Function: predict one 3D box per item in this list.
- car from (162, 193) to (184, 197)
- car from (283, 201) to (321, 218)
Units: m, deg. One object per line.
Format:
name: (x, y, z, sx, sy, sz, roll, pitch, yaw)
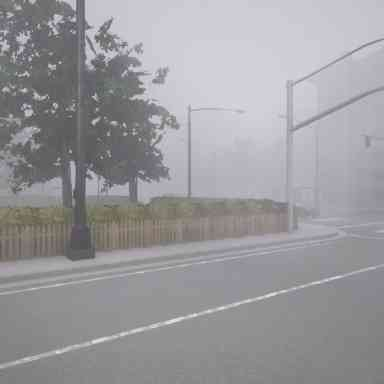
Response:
car: (-2.338, 1.221, 47.233, 2.150, 2.045, 5.566, 0, 0, -35)
car: (9.368, 1.526, 30.313, 1.812, 1.442, 4.674, 0, 0, -35)
